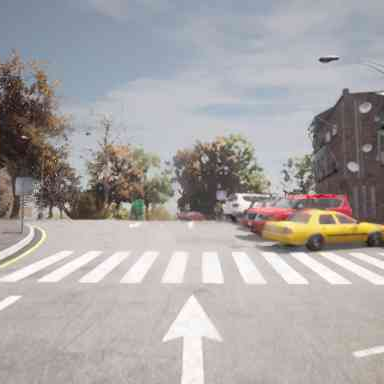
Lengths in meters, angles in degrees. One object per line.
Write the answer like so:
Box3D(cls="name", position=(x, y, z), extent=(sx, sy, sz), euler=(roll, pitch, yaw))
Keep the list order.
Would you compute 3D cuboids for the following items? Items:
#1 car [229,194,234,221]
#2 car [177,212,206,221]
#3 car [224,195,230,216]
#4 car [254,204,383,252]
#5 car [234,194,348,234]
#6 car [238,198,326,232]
Box3D(cls="car", position=(5.245, 1.279, 22.468), extent=(4.553, 1.767, 2.185), euler=(2, -2, -21))
Box3D(cls="car", position=(-0.045, 3.163, 41.318), extent=(1.882, 1.535, 5.008), euler=(-3, -8, 28))
Box3D(cls="car", position=(5.153, 1.256, 25.421), extent=(5.566, 2.045, 2.435), euler=(2, -5, -20))
Box3D(cls="car", position=(5.485, 1.414, 13.445), extent=(5.366, 1.575, 1.946), euler=(1, 0, -20))
Box3D(cls="car", position=(5.270, 1.147, 16.392), extent=(5.566, 2.045, 2.435), euler=(1, 1, -21))
Box3D(cls="car", position=(5.231, 1.257, 19.444), extent=(4.553, 1.767, 2.185), euler=(1, 0, -21))
